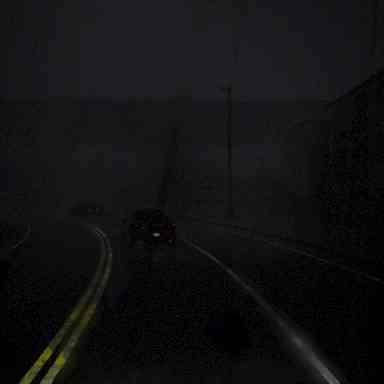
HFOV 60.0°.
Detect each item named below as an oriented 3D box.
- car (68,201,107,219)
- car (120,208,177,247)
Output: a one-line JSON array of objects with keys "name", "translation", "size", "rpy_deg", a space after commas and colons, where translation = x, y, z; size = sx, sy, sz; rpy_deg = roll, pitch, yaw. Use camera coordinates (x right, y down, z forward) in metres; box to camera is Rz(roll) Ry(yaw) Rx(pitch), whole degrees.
[{"name": "car", "translation": [-9.120, 1.515, 28.808], "size": [2.033, 1.411, 5.357], "rpy_deg": [1, -1, -37]}, {"name": "car", "translation": [-2.081, 1.459, 14.969], "size": [1.882, 1.535, 5.008], "rpy_deg": [0, 0, -17]}]
